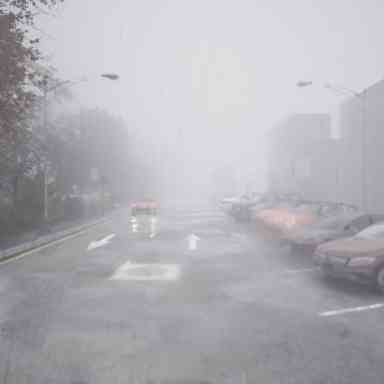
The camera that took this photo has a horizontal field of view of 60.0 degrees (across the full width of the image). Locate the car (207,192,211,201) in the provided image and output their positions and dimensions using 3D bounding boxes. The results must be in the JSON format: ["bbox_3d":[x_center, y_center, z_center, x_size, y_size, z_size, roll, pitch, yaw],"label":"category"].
[{"bbox_3d":[5.455,1.166,50.488,5.008,1.535,2.097,1,0,-20],"label":"car"}]

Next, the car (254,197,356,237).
[{"bbox_3d":[5.361,1.246,14.460,4.553,1.767,2.185,1,1,-20],"label":"car"}]

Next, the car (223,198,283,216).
[{"bbox_3d":[5.358,1.301,29.452,4.792,1.488,2.163,1,1,-20],"label":"car"}]

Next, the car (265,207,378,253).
[{"bbox_3d":[5.292,1.422,11.441,4.792,1.488,2.163,1,1,-20],"label":"car"}]

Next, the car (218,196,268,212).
[{"bbox_3d":[5.386,1.267,35.453,4.792,1.488,2.163,1,1,-20],"label":"car"}]

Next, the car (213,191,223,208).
[{"bbox_3d":[5.376,1.002,32.452,5.566,2.045,2.435,1,1,-20],"label":"car"}]

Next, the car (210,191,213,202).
[{"bbox_3d":[5.489,1.054,47.484,4.553,1.767,2.185,1,1,-20],"label":"car"}]

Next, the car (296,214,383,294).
[{"bbox_3d":[5.315,1.457,8.450,4.674,1.452,2.002,1,1,-20],"label":"car"}]

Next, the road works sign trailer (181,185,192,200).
[{"bbox_3d":[-0.916,0.013,81.232,2.880,3.560,2.380,0,0,-41],"label":"road works sign trailer"}]

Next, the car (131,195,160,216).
[{"bbox_3d":[-4.002,1.139,29.177,2.097,1.767,4.553,0,0,0],"label":"car"}]

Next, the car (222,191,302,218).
[{"bbox_3d":[5.351,1.057,23.435,5.566,2.045,2.435,1,1,-20],"label":"car"}]

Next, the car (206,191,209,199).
[{"bbox_3d":[5.299,1.121,59.432,5.366,1.575,1.946,1,1,-20],"label":"car"}]

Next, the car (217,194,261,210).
[{"bbox_3d":[5.392,1.095,38.466,4.553,1.767,2.185,1,0,-20],"label":"car"}]

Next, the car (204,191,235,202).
[{"bbox_3d":[5.496,0.849,65.524,5.566,2.045,2.435,1,0,-20],"label":"car"}]

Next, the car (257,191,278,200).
[{"bbox_3d":[18.482,0.790,81.500,2.435,2.045,5.566,0,1,-21],"label":"car"}]

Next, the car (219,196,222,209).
[{"bbox_3d":[5.200,1.284,26.395,5.366,1.575,1.946,1,1,-20],"label":"car"}]

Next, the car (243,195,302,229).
[{"bbox_3d":[5.371,1.224,17.461,4.553,1.767,2.185,1,1,-20],"label":"car"}]

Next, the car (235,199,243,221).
[{"bbox_3d":[5.346,1.368,20.459,4.674,1.452,2.002,1,0,-20],"label":"car"}]
